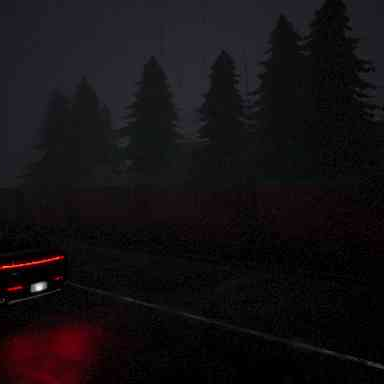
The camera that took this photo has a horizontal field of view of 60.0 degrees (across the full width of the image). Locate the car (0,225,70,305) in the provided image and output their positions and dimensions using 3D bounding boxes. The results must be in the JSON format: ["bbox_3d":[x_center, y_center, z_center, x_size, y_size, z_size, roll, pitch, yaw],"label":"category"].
[{"bbox_3d":[-4.699,1.500,7.338,4.892,1.490,1.837,-2,-1,35],"label":"car"}]
